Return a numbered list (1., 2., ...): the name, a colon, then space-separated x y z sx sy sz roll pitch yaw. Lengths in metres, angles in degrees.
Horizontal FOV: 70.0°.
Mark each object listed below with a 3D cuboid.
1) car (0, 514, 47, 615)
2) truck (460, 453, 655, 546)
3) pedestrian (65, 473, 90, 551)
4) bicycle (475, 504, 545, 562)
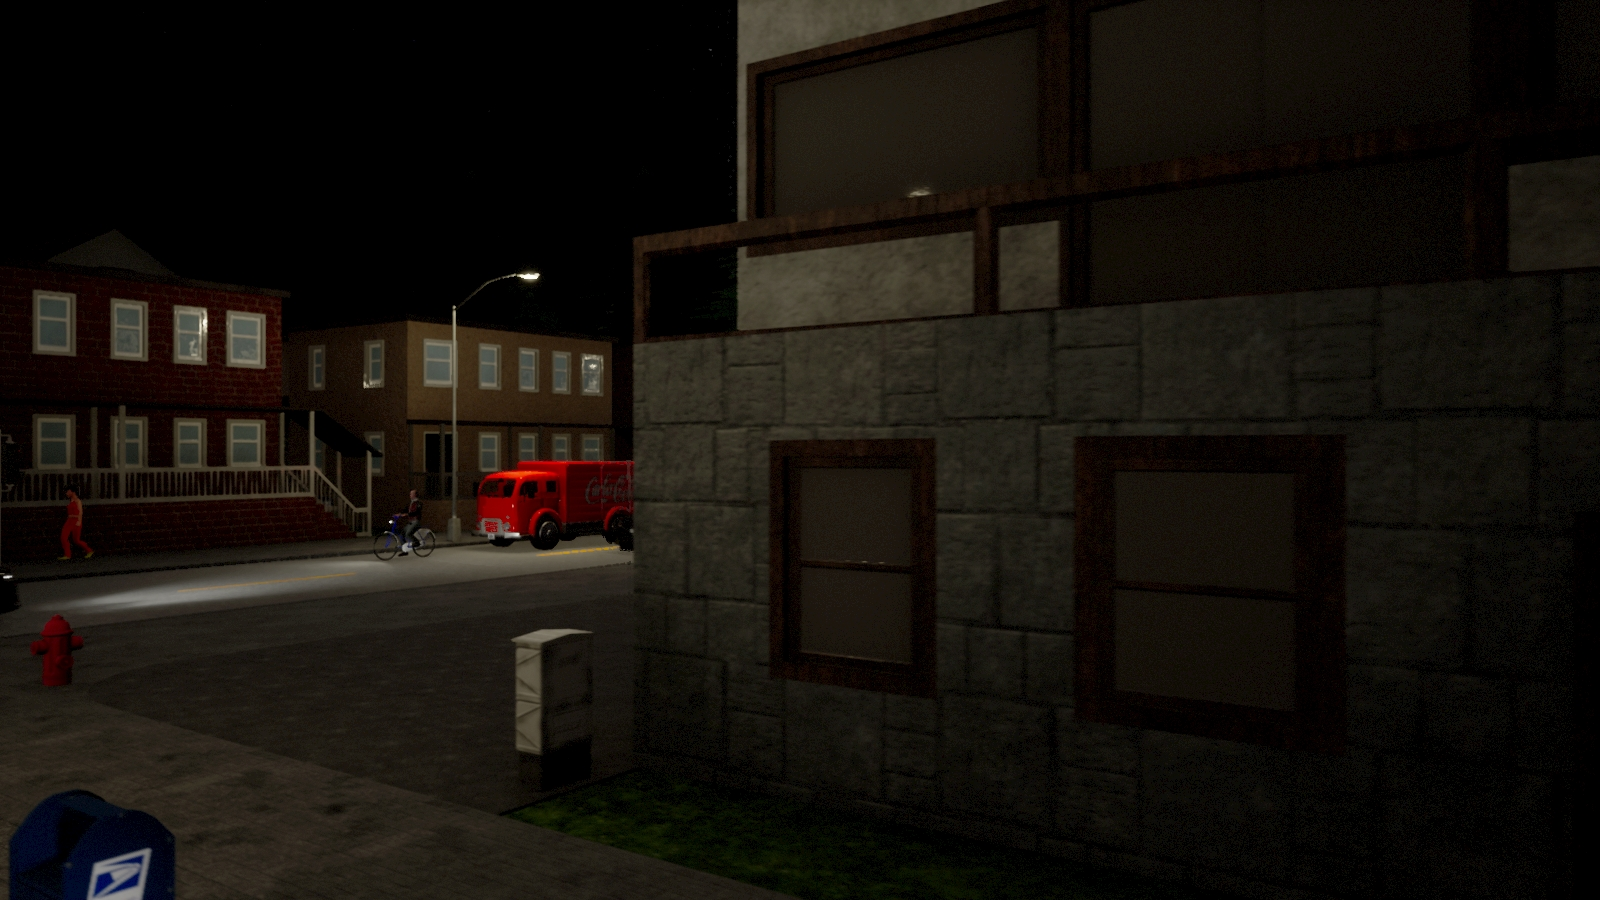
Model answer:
1. car: -14.130 1.817 16.638 2.128 1.511 4.902 0 0 24
2. truck: -7.014 1.336 33.614 2.627 2.467 5.204 0 0 35
3. pedestrian: -17.571 1.502 27.787 0.375 1.860 0.375 0 0 31
4. bicycle: -6.800 1.930 26.873 0.329 1.271 1.835 0 0 35
